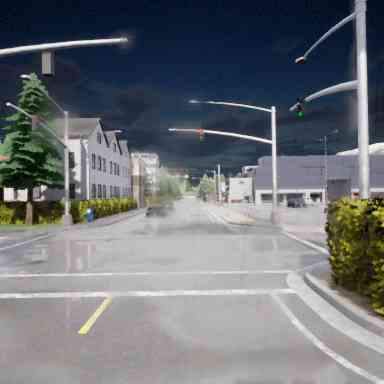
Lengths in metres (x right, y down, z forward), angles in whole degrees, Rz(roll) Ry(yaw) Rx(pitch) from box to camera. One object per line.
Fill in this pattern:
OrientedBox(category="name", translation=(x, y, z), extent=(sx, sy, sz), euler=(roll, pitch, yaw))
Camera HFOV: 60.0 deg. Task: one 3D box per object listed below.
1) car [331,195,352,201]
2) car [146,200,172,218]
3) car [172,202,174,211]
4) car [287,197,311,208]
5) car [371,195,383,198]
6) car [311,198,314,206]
OrientedBox(category="car", translation=(25.489, 1.398, 56.545), extent=(2.152, 1.636, 5.027), euler=(-1, -1, 0))
OrientedBox(category="car", translation=(-3.598, 1.844, 34.586), extent=(2.033, 1.411, 5.357), euler=(-1, -1, 0))
OrientedBox(category="car", translation=(-3.581, 1.908, 47.326), extent=(2.128, 1.511, 4.902), euler=(-1, -1, 0))
OrientedBox(category="car", translation=(15.429, 1.629, 49.148), extent=(2.007, 1.523, 4.514), euler=(-1, -1, 0))
OrientedBox(category="car", translation=(19.120, 1.183, 31.280), extent=(1.905, 1.878, 3.866), euler=(-1, -1, 0))
OrientedBox(category="car", translation=(19.075, 1.573, 56.206), extent=(1.970, 1.475, 3.806), euler=(-1, -1, 0))
